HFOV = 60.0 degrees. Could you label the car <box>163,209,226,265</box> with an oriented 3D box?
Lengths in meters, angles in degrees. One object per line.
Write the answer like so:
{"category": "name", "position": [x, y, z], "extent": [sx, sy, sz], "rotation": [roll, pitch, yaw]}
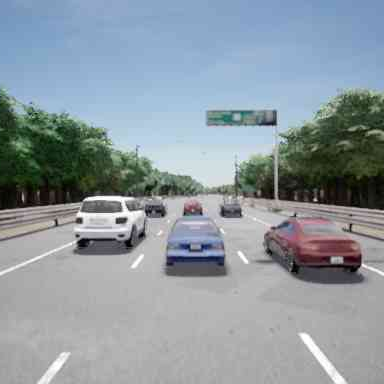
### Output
{"category": "car", "position": [0.099, 1.545, 11.603], "extent": [2.033, 1.411, 5.357], "rotation": [0, 0, 0]}

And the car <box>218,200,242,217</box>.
{"category": "car", "position": [3.596, 1.496, 31.835], "extent": [2.128, 1.511, 4.902], "rotation": [0, 0, 0]}

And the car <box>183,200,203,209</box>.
{"category": "car", "position": [0.096, 1.532, 32.971], "extent": [1.812, 1.442, 4.674], "rotation": [0, 0, 0]}

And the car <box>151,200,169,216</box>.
{"category": "car", "position": [-3.404, 1.509, 31.940], "extent": [1.837, 1.490, 4.892], "rotation": [0, 0, 0]}

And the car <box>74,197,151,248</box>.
{"category": "car", "position": [-3.402, 1.219, 14.806], "extent": [2.150, 2.045, 5.566], "rotation": [0, 0, 0]}

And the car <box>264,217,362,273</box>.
{"category": "car", "position": [3.598, 1.523, 10.549], "extent": [1.812, 1.442, 4.674], "rotation": [0, 0, 0]}
